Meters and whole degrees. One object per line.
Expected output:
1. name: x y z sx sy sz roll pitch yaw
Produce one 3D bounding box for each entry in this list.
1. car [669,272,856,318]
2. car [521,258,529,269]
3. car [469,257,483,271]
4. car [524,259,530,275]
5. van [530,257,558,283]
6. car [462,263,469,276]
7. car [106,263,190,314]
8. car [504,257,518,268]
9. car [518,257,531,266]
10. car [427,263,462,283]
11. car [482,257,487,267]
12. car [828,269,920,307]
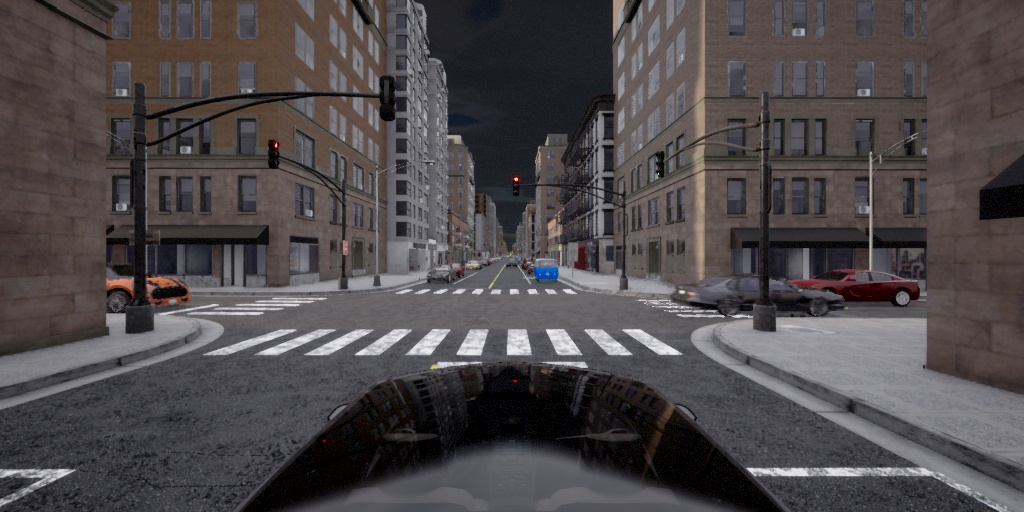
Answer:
1. car: 8.589 1.358 12.854 5.357 1.411 2.033 0 0 0
2. car: 2.547 1.326 50.681 1.802 1.307 4.207 0 0 0
3. car: -5.478 1.269 50.490 1.751 1.417 4.829 0 0 0
4. car: 2.568 1.330 39.318 1.802 1.307 4.207 0 0 0
5. van: 2.589 1.089 27.956 1.690 1.789 3.998 0 0 0
6. car: -5.447 1.293 33.614 1.888 1.381 4.507 0 0 0
7. car: -14.335 1.023 12.773 4.553 1.767 2.097 0 0 0
8. car: -0.013 1.337 61.567 1.895 1.301 4.718 0 0 0
9. car: 2.536 1.055 56.363 2.192 1.841 5.009 0 0 0
10. car: -5.436 1.299 27.932 2.007 1.370 4.403 0 0 0
11. car: -5.489 1.306 56.342 1.948 1.339 4.313 0 0 0
12. car: 14.789 1.326 15.820 5.008 1.535 1.882 0 0 1
